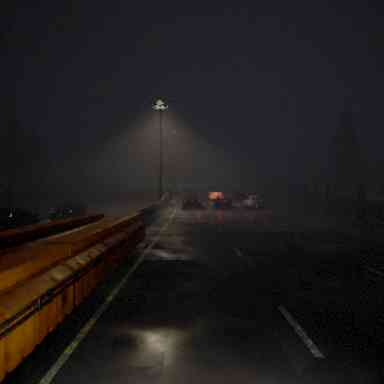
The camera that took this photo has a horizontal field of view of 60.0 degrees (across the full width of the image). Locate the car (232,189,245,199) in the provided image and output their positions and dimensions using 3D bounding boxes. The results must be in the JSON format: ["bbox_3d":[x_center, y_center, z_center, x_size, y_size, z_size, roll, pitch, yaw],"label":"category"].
[{"bbox_3d":[6.840,0.314,48.811,1.812,1.442,4.674,0,6,0],"label":"car"}]

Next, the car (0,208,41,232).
[{"bbox_3d":[-10.610,1.603,18.995,2.033,1.411,5.357,0,0,0],"label":"car"}]

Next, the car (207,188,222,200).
[{"bbox_3d":[3.342,0.141,48.767,2.097,1.767,4.553,0,6,0],"label":"car"}]

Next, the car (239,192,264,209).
[{"bbox_3d":[6.995,1.147,38.247,1.812,1.442,4.674,0,3,0],"label":"car"}]

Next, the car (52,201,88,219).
[{"bbox_3d":[-10.627,1.513,29.250,1.812,1.442,4.674,0,1,0],"label":"car"}]

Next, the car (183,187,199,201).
[{"bbox_3d":[-0.160,0.265,48.932,2.128,1.511,4.902,0,6,0],"label":"car"}]

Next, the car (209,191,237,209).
[{"bbox_3d":[3.493,1.104,38.384,2.128,1.511,4.902,0,3,0],"label":"car"}]

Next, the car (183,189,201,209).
[{"bbox_3d":[-0.006,0.953,38.533,2.097,1.767,4.553,0,3,0],"label":"car"}]
